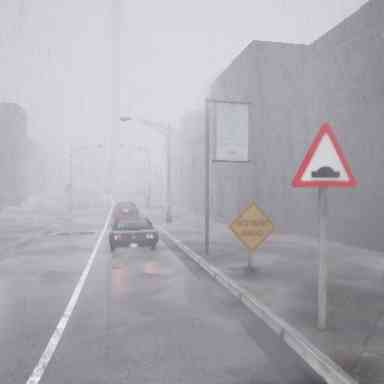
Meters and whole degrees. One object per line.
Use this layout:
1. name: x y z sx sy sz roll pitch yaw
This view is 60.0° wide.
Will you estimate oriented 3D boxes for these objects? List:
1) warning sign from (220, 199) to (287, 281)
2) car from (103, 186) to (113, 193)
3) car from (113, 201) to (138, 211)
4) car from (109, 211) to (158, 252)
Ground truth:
1. warning sign: 1.521 1.162 8.468 1.300 1.860 1.060 2 1 -12
2. car: -18.868 -0.512 74.663 1.837 1.490 4.892 0 3 -12
3. car: -5.870 1.572 29.343 2.097 1.767 4.553 0 1 -12
4. car: -2.673 1.752 14.756 1.895 1.301 4.718 0 -1 -12
